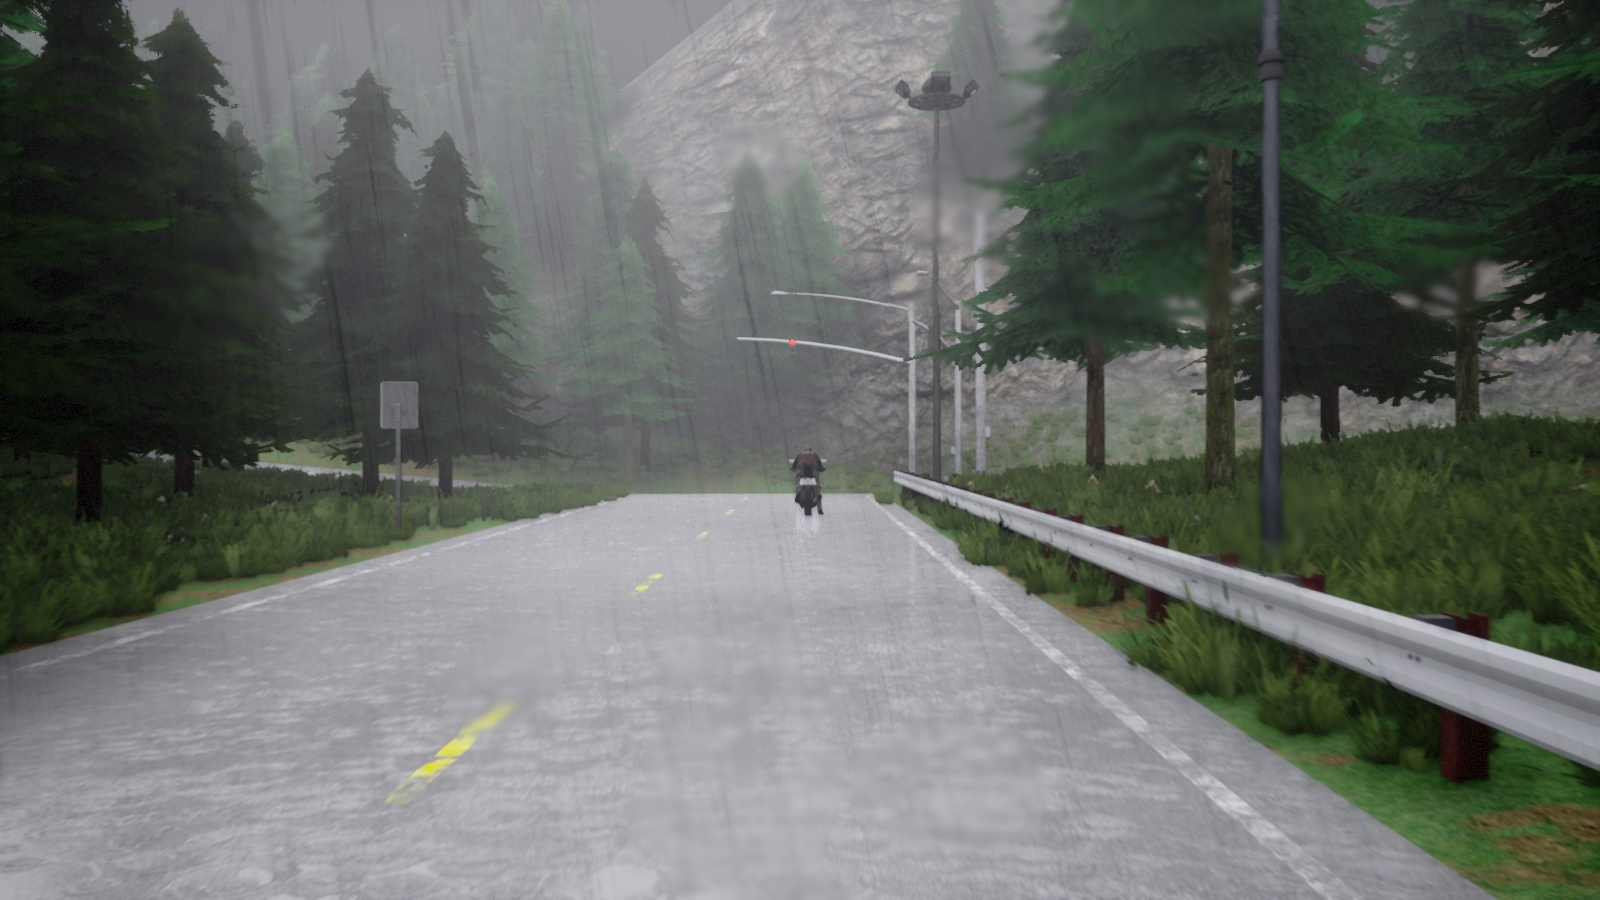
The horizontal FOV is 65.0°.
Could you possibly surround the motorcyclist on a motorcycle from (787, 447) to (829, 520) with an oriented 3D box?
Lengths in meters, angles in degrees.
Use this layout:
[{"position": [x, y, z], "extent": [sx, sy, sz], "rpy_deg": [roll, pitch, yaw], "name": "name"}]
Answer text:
[{"position": [0.172, 0.692, 27.332], "extent": [0.866, 1.530, 2.191], "rpy_deg": [0, 0, 0], "name": "motorcyclist on a motorcycle"}]
